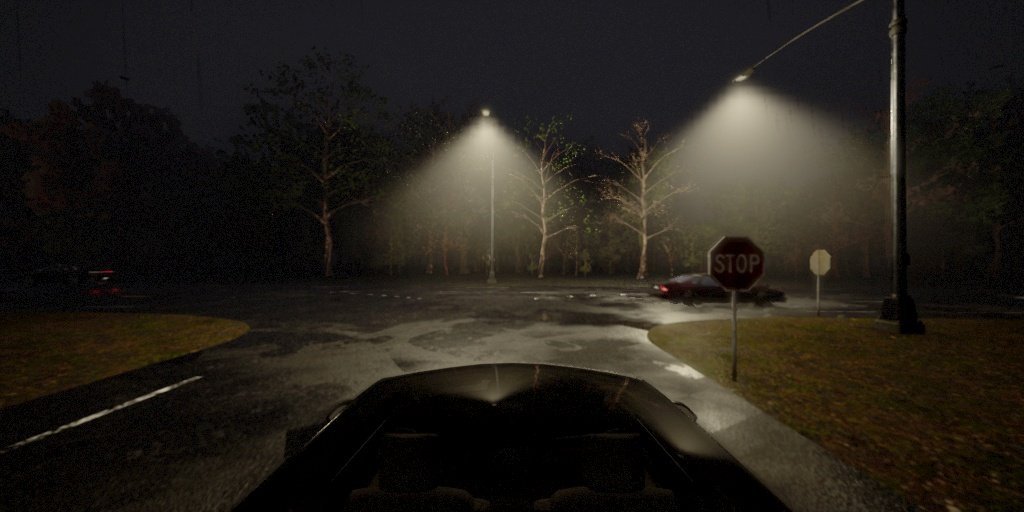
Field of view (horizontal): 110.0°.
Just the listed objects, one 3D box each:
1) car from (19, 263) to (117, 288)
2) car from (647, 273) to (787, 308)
[{"bbox_3d":[-28.625,1.225,23.178,4.902,1.511,2.128,0,0,1],"label":"car"},{"bbox_3d":[8.814,1.444,15.707,5.357,1.411,2.033,0,0,0],"label":"car"}]
